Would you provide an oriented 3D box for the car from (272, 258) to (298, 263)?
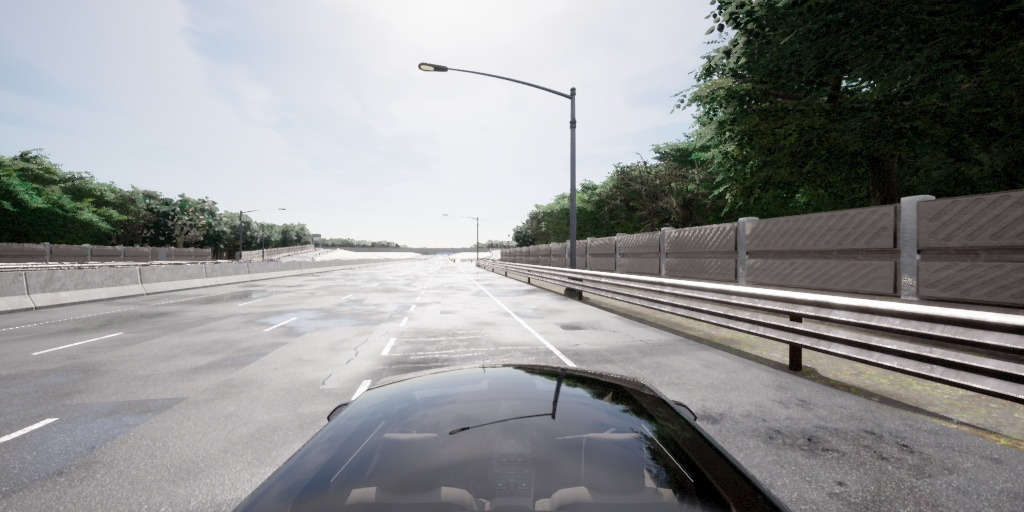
[{"bbox_3d":[-29.861,1.356,48.318,1.994,1.385,4.181,0,0,-10],"label":"car"}]
